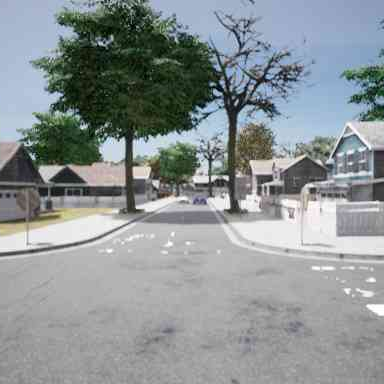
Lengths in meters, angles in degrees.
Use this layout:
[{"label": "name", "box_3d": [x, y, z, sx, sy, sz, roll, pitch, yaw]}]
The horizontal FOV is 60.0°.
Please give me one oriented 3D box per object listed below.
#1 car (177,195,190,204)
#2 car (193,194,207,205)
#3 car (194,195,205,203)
[{"label": "car", "box_3d": [-1.480, 1.201, 55.286, 1.812, 1.442, 4.674, 0, 0, 1]}, {"label": "car", "box_3d": [1.181, 1.049, 51.406, 2.097, 1.767, 4.553, 0, 0, 1]}, {"label": "car", "box_3d": [1.413, 1.202, 61.470, 1.994, 1.385, 4.181, 0, 0, 1]}]
